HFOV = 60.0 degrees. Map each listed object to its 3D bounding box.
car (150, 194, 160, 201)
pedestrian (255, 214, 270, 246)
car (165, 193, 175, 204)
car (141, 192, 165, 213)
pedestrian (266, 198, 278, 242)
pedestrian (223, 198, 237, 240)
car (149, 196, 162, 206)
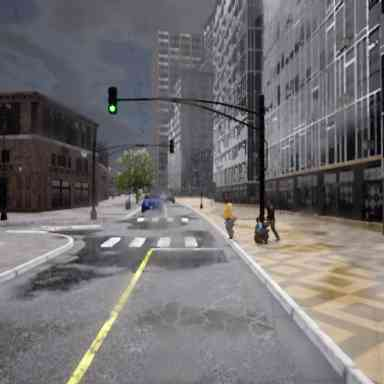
[{"bbox_3d":[-7.649,1.190,68.524,1.994,1.385,4.181,0,0,-8],"label":"car"},{"bbox_3d":[2.622,1.513,12.893,0.500,1.100,0.500,1,-1,-2],"label":"pedestrian"},{"bbox_3d":[-4.304,1.437,64.333,1.837,1.490,4.892,0,0,-8],"label":"car"},{"bbox_3d":[-4.264,1.184,35.957,2.150,2.045,5.566,0,0,-4],"label":"car"},{"bbox_3d":[3.225,1.133,13.780,0.375,1.860,0.375,1,-1,-2],"label":"pedestrian"},{"bbox_3d":[1.622,1.123,14.285,0.375,1.860,0.375,1,-1,-2],"label":"pedestrian"},{"bbox_3d":[-5.813,1.420,53.039,1.882,1.535,5.008,0,0,-6],"label":"car"}]
